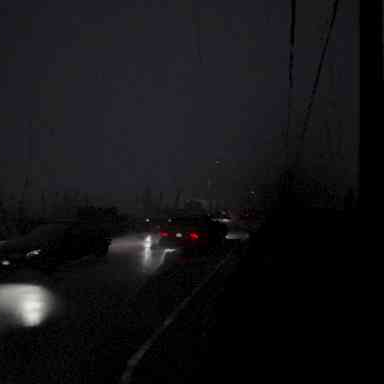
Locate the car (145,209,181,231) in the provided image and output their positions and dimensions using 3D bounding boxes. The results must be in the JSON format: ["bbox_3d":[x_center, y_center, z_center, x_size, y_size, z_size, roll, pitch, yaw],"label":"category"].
[{"bbox_3d":[-1.434,1.834,22.236,1.895,1.301,4.718,0,-1,16],"label":"car"}]

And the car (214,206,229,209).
[{"bbox_3d":[3.453,2.437,39.560,1.882,1.535,5.008,0,-4,15],"label":"car"}]

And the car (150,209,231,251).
[{"bbox_3d":[0.259,1.737,15.280,2.033,1.411,5.357,0,0,18],"label":"car"}]

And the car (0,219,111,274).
[{"bbox_3d":[-4.517,1.705,11.470,1.812,1.442,4.674,0,-1,16],"label":"car"}]

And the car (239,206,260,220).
[{"bbox_3d":[6.189,2.270,35.632,1.812,1.442,4.674,0,-3,15],"label":"car"}]
